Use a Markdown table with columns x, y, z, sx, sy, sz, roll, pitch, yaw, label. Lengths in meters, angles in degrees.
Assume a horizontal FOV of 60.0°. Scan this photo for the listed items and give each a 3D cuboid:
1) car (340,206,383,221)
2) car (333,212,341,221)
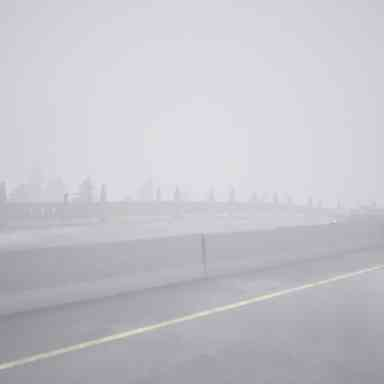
| x | y | z | sx | sy | sz | roll | pitch | yaw | label |
| --- | --- | --- | --- | --- | --- | --- | --- | --- | --- |
| 14.651 | 1.923 | 27.334 | 4.892 | 1.490 | 1.837 | 5 | -3 | -35 | car |
| 16.176 | 2.259 | 32.715 | 5.357 | 1.411 | 2.033 | 5 | -3 | -35 | car |
